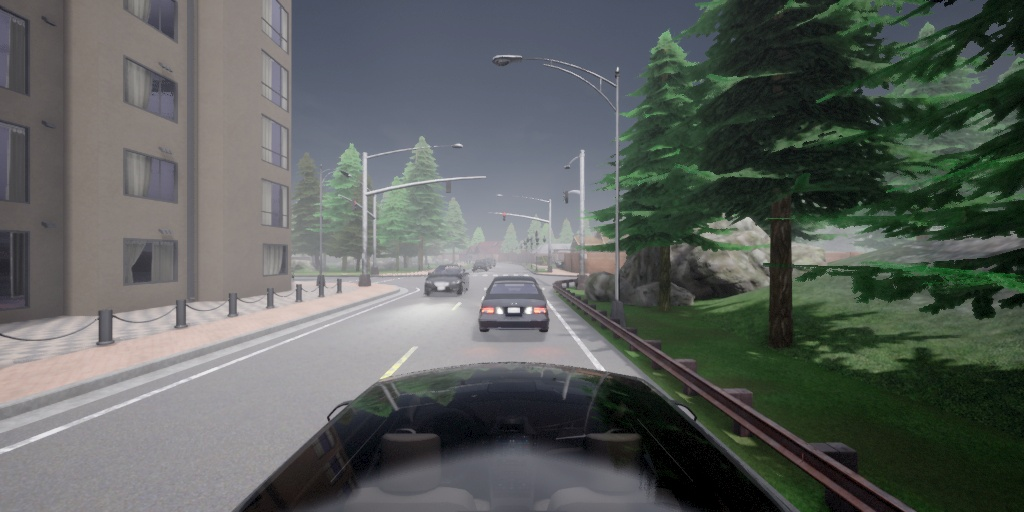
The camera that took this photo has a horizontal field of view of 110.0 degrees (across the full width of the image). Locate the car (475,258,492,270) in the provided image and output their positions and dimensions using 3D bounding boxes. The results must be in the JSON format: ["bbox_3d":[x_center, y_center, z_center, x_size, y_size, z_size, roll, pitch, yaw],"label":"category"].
[{"bbox_3d":[-4.012,1.225,46.336,1.837,1.490,4.892,0,0,0],"label":"car"}]

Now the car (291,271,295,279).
[{"bbox_3d":[-18.938,1.299,27.211,4.181,1.385,1.994,0,0,1],"label":"car"}]

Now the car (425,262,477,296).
[{"bbox_3d":[-3.337,1.241,19.277,2.128,1.511,4.902,0,0,-1],"label":"car"}]

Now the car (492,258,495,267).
[{"bbox_3d":[-4.068,1.225,55.802,1.837,1.490,4.892,0,0,0],"label":"car"}]

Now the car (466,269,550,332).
[{"bbox_3d":[0.066,1.297,10.778,2.033,1.411,5.357,0,0,1],"label":"car"}]
